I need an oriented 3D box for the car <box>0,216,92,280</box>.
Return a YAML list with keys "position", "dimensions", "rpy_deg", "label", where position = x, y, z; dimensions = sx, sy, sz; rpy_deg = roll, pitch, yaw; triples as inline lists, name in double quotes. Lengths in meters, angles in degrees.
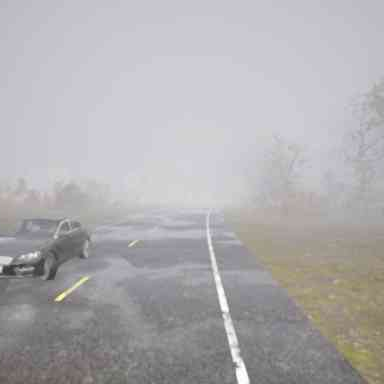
- position: [-4.526, 1.534, 10.113]
  dimensions: [2.128, 1.511, 4.902]
  rpy_deg: [0, 0, 0]
  label: "car"
